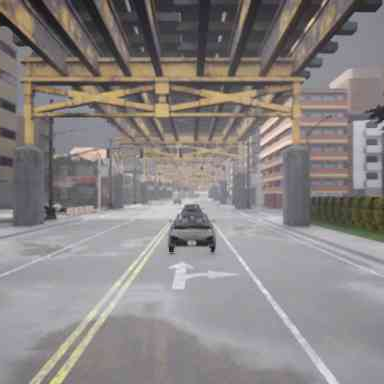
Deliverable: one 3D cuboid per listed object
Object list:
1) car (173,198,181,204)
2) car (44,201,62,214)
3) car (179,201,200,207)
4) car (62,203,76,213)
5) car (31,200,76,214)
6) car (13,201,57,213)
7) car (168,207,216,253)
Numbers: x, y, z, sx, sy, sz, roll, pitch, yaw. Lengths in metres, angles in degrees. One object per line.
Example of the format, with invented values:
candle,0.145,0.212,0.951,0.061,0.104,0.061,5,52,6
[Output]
car,-3.487,2.221,80.286,2.128,1.511,4.902,0,0,0
car,-17.082,1.793,36.317,4.974,1.542,2.038,0,-1,25
car,0.013,1.782,29.302,1.837,1.490,4.892,0,0,0
car,-16.804,1.674,40.459,4.536,1.218,1.853,0,-1,-20
car,-16.755,1.831,40.476,4.974,1.542,2.038,0,-1,-20
car,-17.130,1.635,36.340,4.536,1.218,1.853,0,-1,25
car,0.007,1.627,14.291,2.128,1.511,4.902,0,0,0
